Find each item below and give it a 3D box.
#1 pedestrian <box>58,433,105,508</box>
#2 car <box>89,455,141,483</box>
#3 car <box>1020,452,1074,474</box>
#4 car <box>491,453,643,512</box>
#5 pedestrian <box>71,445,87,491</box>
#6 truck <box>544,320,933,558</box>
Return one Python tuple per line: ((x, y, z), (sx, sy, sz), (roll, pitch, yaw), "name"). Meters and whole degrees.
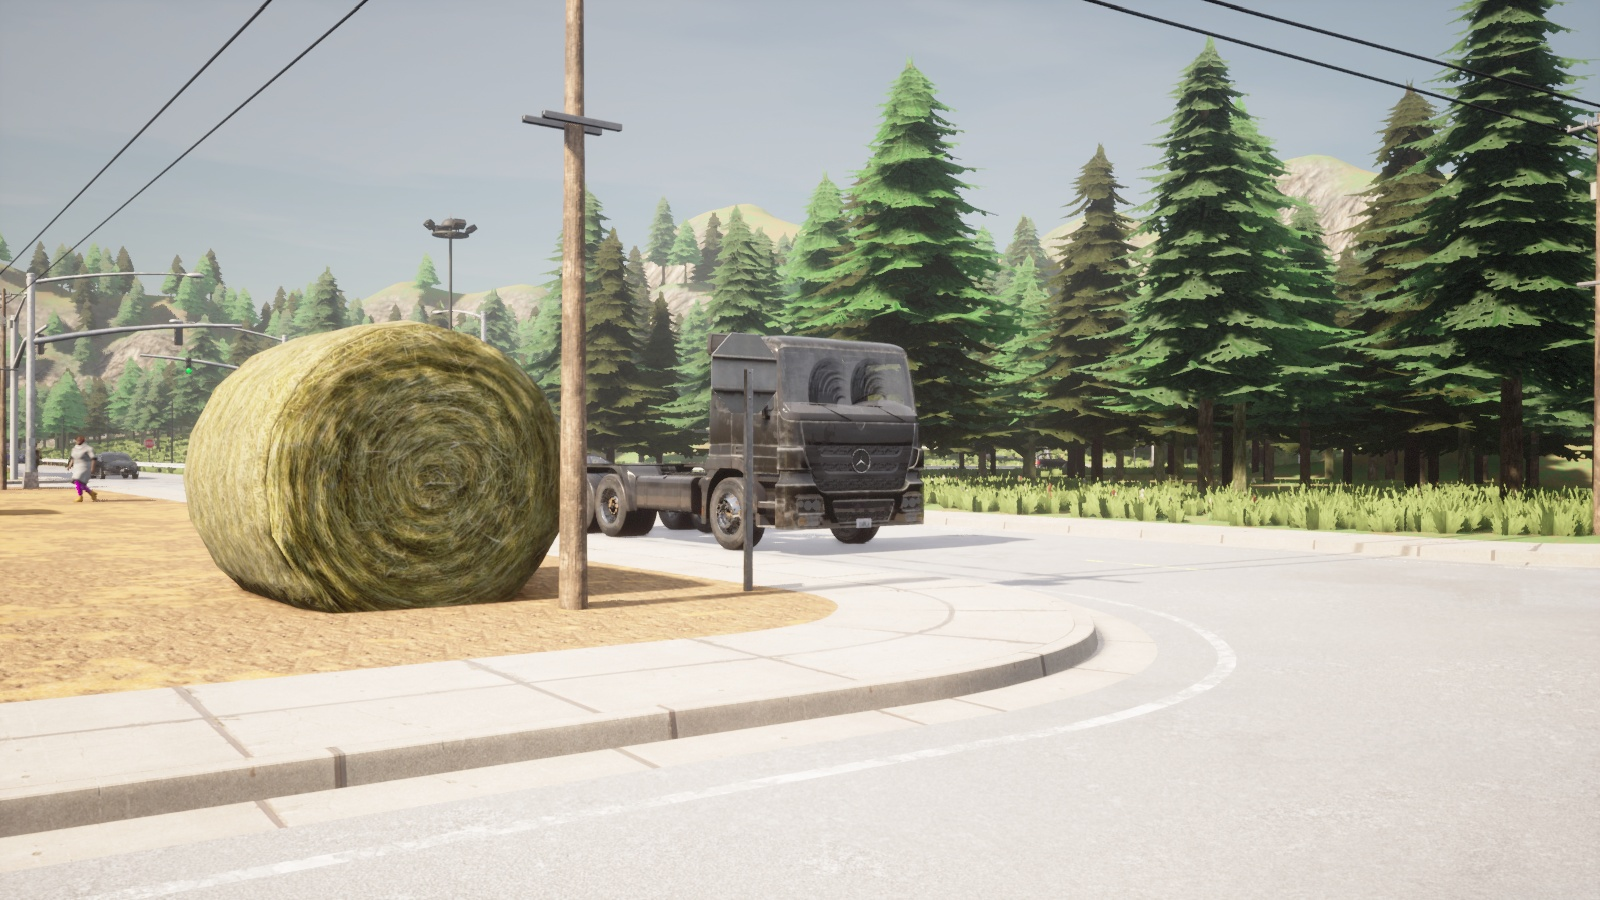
((-19.207, 0.539, 33.570), (0.659, 1.952, 0.873), (0, 0, 25), "pedestrian")
((-38.275, 1.037, 70.097), (1.837, 1.490, 4.892), (0, 0, -38), "car")
((17.822, 0.916, 90.697), (3.705, 1.549, 1.789), (0, 0, -36), "car")
((-6.496, 0.834, 34.610), (2.128, 1.511, 4.902), (0, 0, -38), "car")
((-30.811, 0.752, 53.646), (0.423, 1.949, 0.788), (0, 0, -41), "pedestrian")
((-1.446, -0.144, 22.325), (2.891, 3.462, 7.936), (0, 0, -38), "truck")
